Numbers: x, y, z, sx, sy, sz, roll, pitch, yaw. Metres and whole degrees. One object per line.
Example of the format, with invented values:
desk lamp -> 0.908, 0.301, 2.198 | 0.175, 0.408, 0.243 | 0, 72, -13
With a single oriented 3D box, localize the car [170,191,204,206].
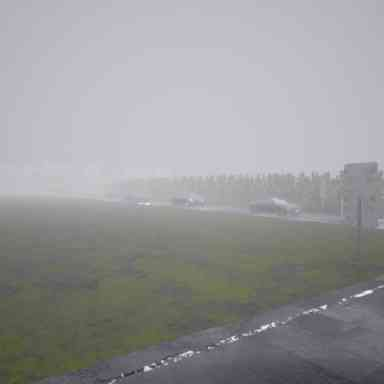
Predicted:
car -> -0.703, 0.760, 42.960 | 2.097, 1.767, 4.553 | 1, 1, -36

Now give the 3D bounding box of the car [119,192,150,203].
car -> -8.109, 0.780, 48.260 | 2.033, 1.411, 5.357 | 1, 1, -35

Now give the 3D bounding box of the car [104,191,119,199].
car -> -15.063, 0.472, 62.913 | 2.128, 1.511, 4.902 | 1, 0, -36

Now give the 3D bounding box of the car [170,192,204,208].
car -> -0.567, 0.809, 37.723 | 2.097, 1.767, 4.553 | 1, 1, -36

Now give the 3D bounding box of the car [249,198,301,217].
car -> 6.776, 1.206, 27.516 | 1.812, 1.442, 4.674 | 1, 1, -36
